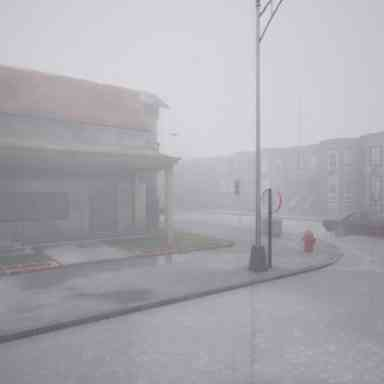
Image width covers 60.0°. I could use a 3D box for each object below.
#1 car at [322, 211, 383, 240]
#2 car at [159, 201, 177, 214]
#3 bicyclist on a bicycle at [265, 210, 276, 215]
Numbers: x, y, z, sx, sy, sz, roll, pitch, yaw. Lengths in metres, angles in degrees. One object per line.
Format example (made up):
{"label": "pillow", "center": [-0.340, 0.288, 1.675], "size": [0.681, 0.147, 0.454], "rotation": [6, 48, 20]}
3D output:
{"label": "car", "center": [8.709, 1.600, 15.535], "size": [1.895, 1.301, 4.718], "rotation": [0, 0, -36]}
{"label": "car", "center": [-3.611, 1.546, 32.783], "size": [2.033, 1.411, 5.357], "rotation": [0, 0, -36]}
{"label": "bicyclist on a bicycle", "center": [7.478, 1.347, 31.706], "size": [1.656, 1.620, 0.582], "rotation": [0, 0, -36]}
